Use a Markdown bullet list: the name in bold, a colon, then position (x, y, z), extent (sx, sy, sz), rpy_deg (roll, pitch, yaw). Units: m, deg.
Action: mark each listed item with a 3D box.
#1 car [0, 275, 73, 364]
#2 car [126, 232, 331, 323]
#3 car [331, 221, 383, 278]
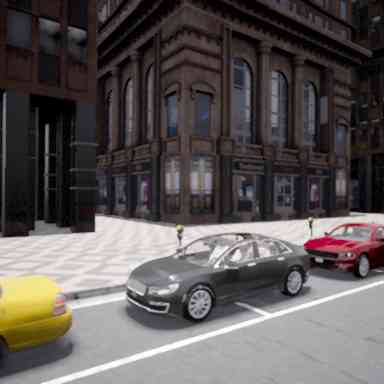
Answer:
- **car**: position (-3.964, 1.515, 3.821), extent (4.829, 1.417, 1.752), rpy_deg (1, 0, -35)
- **car**: position (0.754, 1.595, 7.185), extent (4.403, 1.369, 2.008), rpy_deg (1, 0, -35)
- **car**: position (5.324, 1.643, 10.443), extent (4.507, 1.381, 1.887), rpy_deg (1, 0, -35)
